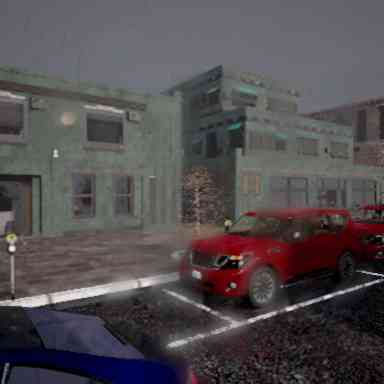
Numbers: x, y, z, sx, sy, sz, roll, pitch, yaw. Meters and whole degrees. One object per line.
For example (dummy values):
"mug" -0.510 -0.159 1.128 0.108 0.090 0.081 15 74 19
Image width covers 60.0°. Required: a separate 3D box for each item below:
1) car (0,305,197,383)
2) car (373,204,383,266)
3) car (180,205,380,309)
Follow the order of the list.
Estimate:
"car" -1.933 1.563 1.980 4.181 1.385 1.994 0 0 -35
"car" 6.653 1.349 11.314 5.009 1.841 2.192 0 -1 -36
"car" 2.140 1.333 8.094 5.009 1.841 2.192 0 -1 -36
